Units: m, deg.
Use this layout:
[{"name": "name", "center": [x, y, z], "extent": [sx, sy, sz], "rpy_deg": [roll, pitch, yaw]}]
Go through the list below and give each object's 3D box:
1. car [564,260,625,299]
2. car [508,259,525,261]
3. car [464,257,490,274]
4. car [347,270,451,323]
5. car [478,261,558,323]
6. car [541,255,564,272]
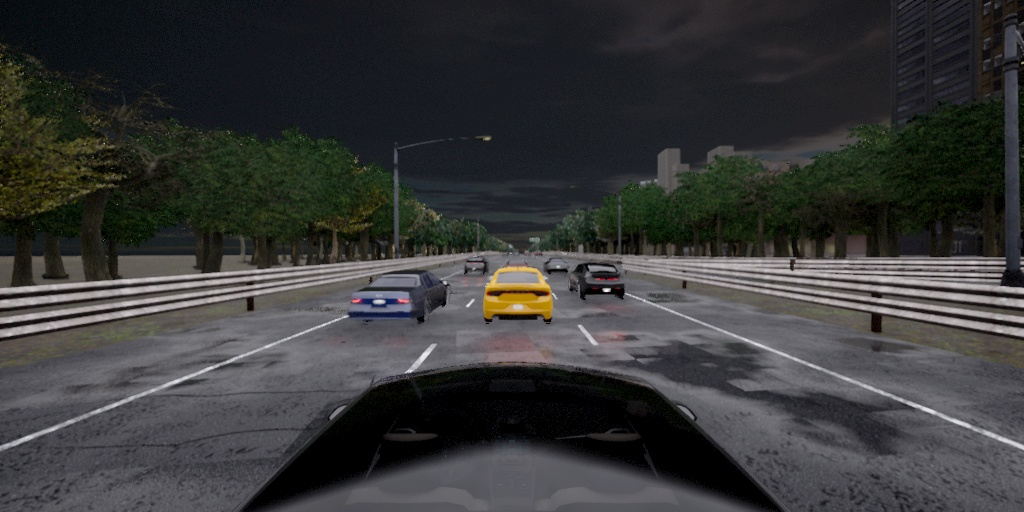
[{"name": "car", "center": [3.758, 1.057, 16.513], "extent": [1.837, 1.490, 4.892], "rpy_deg": [0, 1, 1]}, {"name": "car", "center": [0.415, 0.930, 30.063], "extent": [1.895, 1.301, 4.718], "rpy_deg": [0, 1, 1]}, {"name": "car", "center": [-3.067, 0.790, 31.761], "extent": [2.128, 1.511, 4.902], "rpy_deg": [0, 1, 1]}, {"name": "car", "center": [-3.308, 1.170, 11.563], "extent": [2.033, 1.411, 5.357], "rpy_deg": [0, 1, 1]}, {"name": "car", "center": [0.188, 1.100, 11.550], "extent": [1.882, 1.535, 5.008], "rpy_deg": [0, 1, 1]}, {"name": "car", "center": [3.940, 0.851, 32.321], "extent": [1.994, 1.385, 4.181], "rpy_deg": [0, 1, 1]}]
